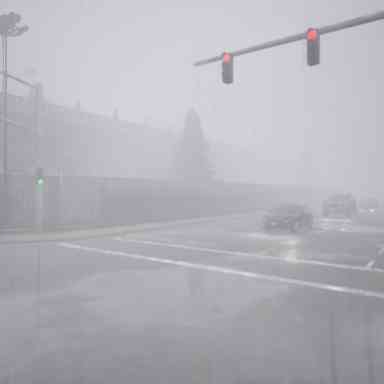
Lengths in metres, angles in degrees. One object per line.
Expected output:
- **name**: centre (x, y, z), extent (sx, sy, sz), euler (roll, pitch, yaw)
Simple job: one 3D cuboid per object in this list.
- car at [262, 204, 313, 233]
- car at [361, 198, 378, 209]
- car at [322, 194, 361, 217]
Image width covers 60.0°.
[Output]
- **car**: centre (5.797, 1.483, 19.883), extent (1.837, 1.490, 4.892), euler (0, 0, 36)
- **car**: centre (24.162, 1.569, 45.348), extent (2.033, 1.411, 5.357), euler (0, 0, 36)
- **car**: centre (13.929, 1.211, 31.228), extent (2.150, 2.045, 5.566), euler (0, 0, 36)
